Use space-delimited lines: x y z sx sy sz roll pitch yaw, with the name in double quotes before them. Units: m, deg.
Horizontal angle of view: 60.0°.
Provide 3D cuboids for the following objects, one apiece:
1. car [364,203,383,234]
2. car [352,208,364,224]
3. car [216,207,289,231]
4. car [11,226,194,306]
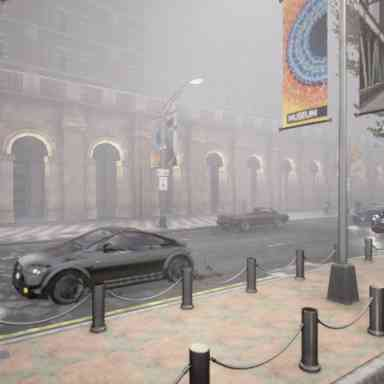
"car" 11.650 1.351 17.962 4.553 1.767 2.097 0 0 -36
"car" 13.151 1.523 23.285 4.674 1.442 1.812 0 0 -35
"car" 3.756 1.594 20.467 4.718 1.301 1.895 0 0 -36
"car" -2.000 1.564 8.096 4.181 1.385 1.994 0 0 -36
